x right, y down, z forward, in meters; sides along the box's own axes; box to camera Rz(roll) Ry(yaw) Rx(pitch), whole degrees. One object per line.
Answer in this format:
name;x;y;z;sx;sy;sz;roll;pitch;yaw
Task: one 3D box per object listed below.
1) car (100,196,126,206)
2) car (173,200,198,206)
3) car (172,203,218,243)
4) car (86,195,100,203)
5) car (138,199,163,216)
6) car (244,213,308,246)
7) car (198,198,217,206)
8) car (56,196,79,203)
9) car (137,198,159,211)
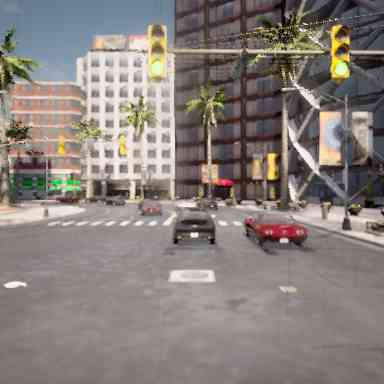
car;-12.612;1.491;54.145;1.837;1.490;4.892;0;0;-42
car;-1.037;1.590;39.650;1.895;1.301;4.718;0;0;-12
car;0.098;1.501;15.994;1.837;1.490;4.892;0;0;0
car;-19.497;1.482;68.184;4.892;1.490;1.837;0;0;25
car;-3.920;1.555;32.950;1.994;1.385;4.181;0;0;-4
car;3.597;1.597;15.184;1.895;1.301;4.718;0;0;0
car;1.837;1.514;42.167;1.812;1.442;4.674;0;0;-15
car;-25.037;1.460;66.946;5.008;1.535;1.882;0;0;22
car;-5.727;1.553;42.658;1.994;1.385;4.181;0;0;-19
